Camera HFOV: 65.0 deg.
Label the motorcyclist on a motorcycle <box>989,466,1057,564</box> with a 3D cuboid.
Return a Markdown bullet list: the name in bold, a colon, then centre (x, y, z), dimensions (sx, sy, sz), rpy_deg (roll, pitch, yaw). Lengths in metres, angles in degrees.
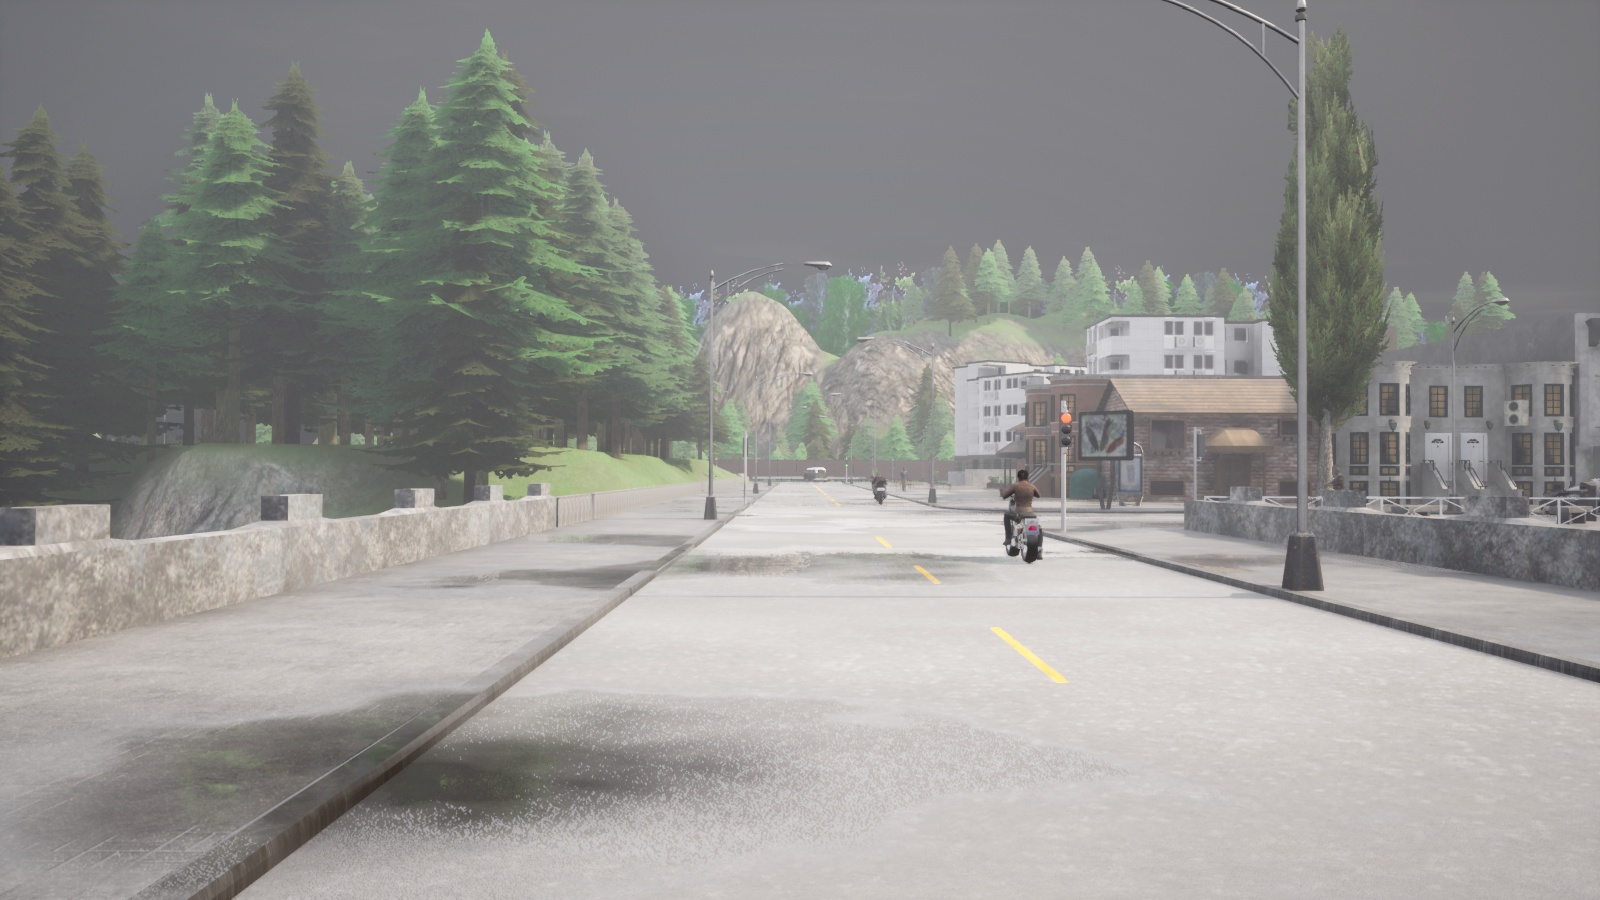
- **motorcyclist on a motorcycle**: centre (3.944, 1.124, 22.380), dimensions (0.766, 1.649, 2.350), rpy_deg (0, -1, 0)

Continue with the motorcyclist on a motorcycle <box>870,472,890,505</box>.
- **motorcyclist on a motorcycle**: centre (3.821, 1.840, 60.055), dimensions (0.866, 1.530, 2.191), rpy_deg (0, -1, 1)

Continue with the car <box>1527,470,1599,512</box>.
- **car**: centre (29.536, 1.463, 45.786), dimensions (4.792, 1.488, 2.163), rpy_deg (0, -1, 0)
